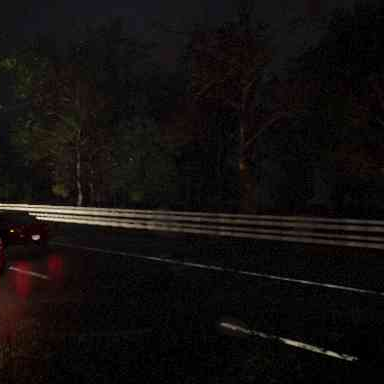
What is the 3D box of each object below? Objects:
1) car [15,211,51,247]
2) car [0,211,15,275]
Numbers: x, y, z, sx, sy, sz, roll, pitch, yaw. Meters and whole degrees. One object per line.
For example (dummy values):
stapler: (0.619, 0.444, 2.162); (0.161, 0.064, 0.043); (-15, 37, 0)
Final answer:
car: (-7.738, 1.536, 13.863); (4.674, 1.442, 1.812); (0, 0, 36)
car: (-7.108, 1.360, 9.096); (4.553, 1.767, 2.097); (0, 0, 36)
